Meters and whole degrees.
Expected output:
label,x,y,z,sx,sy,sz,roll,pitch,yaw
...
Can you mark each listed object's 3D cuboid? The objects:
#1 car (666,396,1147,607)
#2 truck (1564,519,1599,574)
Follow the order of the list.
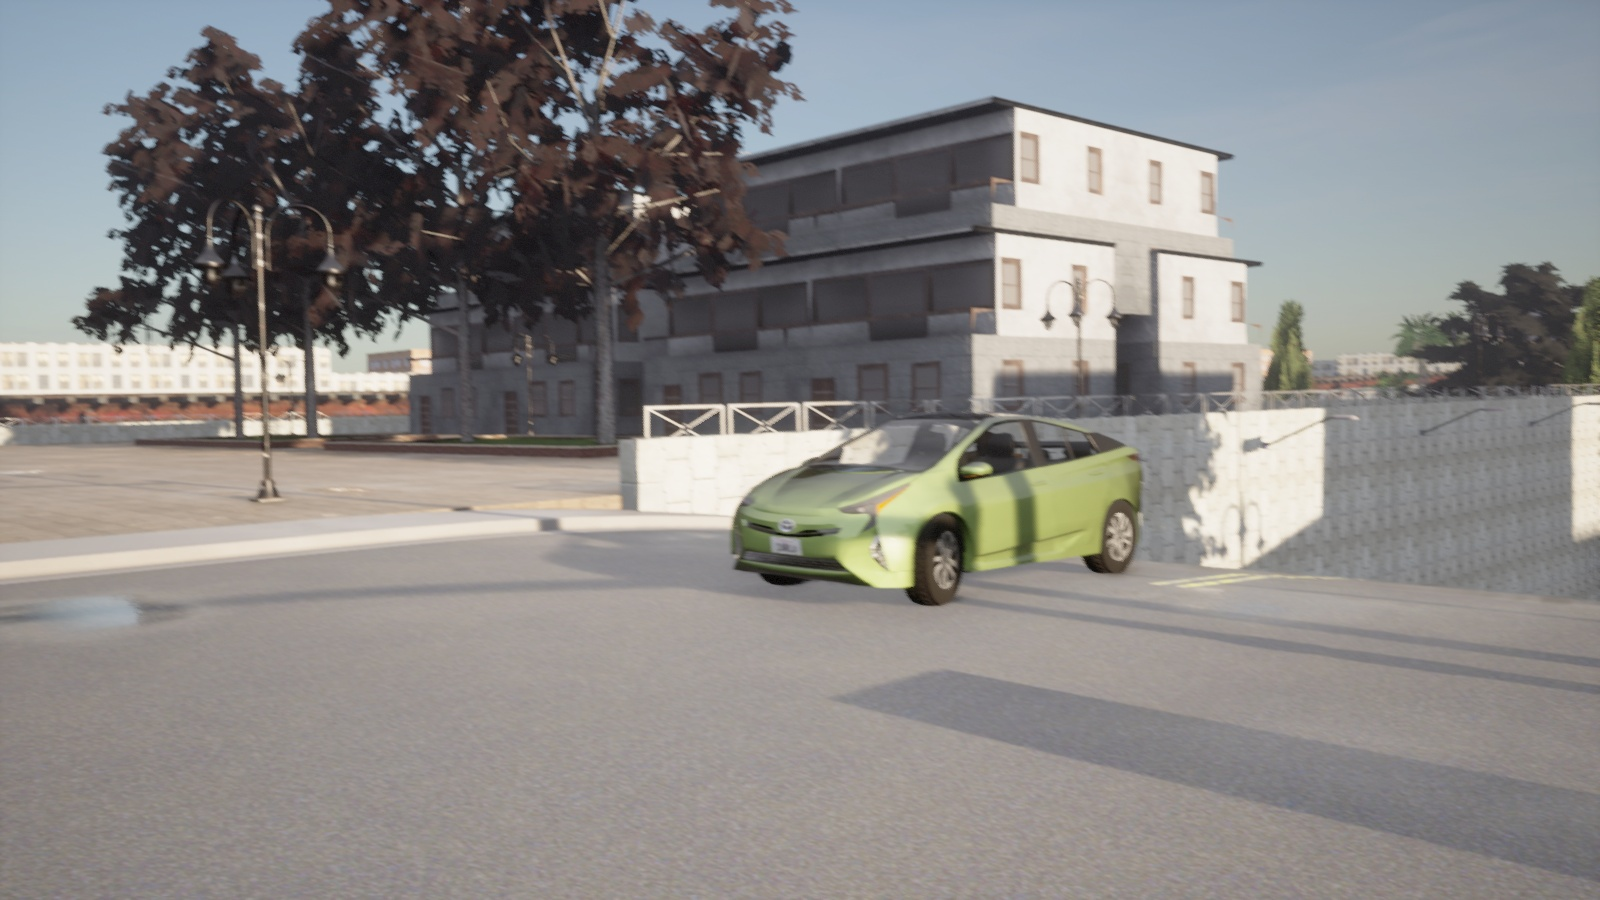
label,x,y,z,sx,sy,sz,roll,pitch,yaw
car,1.153,0.319,11.426,2.007,1.525,4.514,2,2,42
truck,41.645,4.923,62.905,2.627,2.467,5.204,-3,3,-43
